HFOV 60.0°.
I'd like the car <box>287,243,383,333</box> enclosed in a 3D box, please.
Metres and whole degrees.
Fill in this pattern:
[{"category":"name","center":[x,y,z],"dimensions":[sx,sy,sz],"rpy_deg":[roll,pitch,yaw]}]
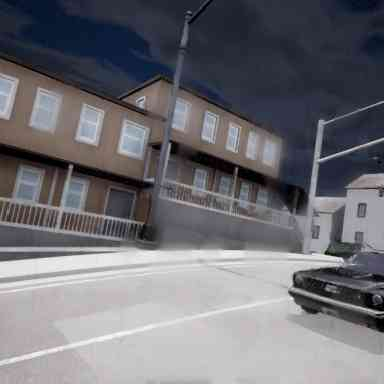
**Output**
[{"category":"car","center":[4.165,1.902,6.886],"dimensions":[4.718,1.301,1.895],"rpy_deg":[6,-3,-35]}]
